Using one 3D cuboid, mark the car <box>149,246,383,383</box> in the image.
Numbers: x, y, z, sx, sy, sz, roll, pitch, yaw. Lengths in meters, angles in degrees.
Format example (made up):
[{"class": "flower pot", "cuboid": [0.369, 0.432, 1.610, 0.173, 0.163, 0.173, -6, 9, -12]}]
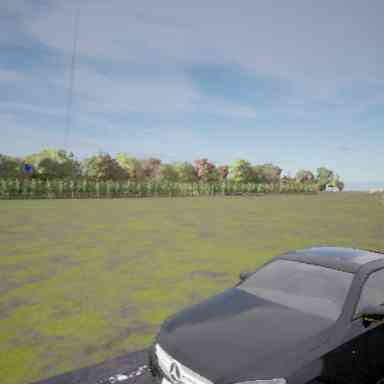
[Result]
[{"class": "car", "cuboid": [1.717, 1.515, 4.297, 4.674, 1.442, 1.812, 0, 0, -36]}]
